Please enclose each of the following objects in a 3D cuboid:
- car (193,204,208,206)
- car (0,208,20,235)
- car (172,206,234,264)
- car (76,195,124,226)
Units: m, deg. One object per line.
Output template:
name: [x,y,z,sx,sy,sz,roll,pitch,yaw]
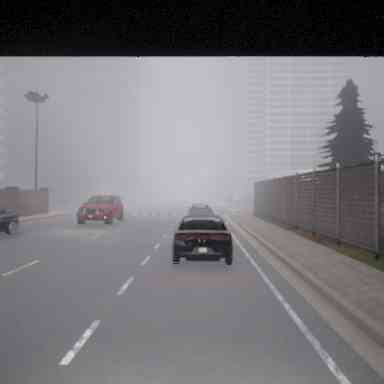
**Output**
car: [0.674,1.603,26.145,1.994,1.385,4.181,0,0,2]
car: [-10.239,1.486,15.928,2.128,1.511,4.902,0,0,2]
car: [0.362,1.496,11.957,1.882,1.535,5.008,0,0,1]
car: [-6.484,1.242,24.249,2.150,2.045,5.566,0,-1,2]
